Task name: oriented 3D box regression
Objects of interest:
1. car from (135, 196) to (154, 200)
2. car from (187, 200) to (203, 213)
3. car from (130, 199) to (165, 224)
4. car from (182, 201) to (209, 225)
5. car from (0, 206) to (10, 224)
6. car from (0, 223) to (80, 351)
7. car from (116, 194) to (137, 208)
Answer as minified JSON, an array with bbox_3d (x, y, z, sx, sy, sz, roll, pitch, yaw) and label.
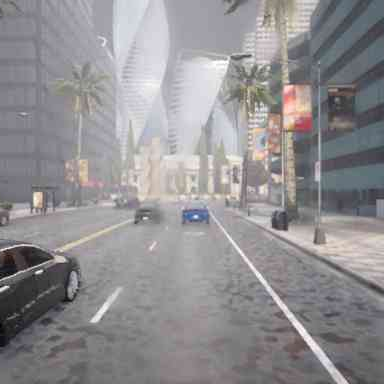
[{"bbox_3d":[-6.430,1.615,49.565,2.128,1.511,4.902,0,0,5],"label":"car"},{"bbox_3d":[0.392,1.701,40.203,1.895,1.301,4.718,0,0,1],"label":"car"},{"bbox_3d":[-3.220,1.570,25.652,1.837,1.490,4.892,0,0,0],"label":"car"},{"bbox_3d":[0.274,1.539,24.640,1.882,1.535,5.008,0,-1,0],"label":"car"},{"bbox_3d":[-13.440,1.532,20.899,2.231,1.521,4.892,0,0,0],"label":"car"},{"bbox_3d":[-3.362,1.518,5.369,1.837,1.490,4.892,0,0,0],"label":"car"},{"bbox_3d":[-9.831,1.341,51.001,2.150,2.045,5.566,0,0,7],"label":"car"}]
